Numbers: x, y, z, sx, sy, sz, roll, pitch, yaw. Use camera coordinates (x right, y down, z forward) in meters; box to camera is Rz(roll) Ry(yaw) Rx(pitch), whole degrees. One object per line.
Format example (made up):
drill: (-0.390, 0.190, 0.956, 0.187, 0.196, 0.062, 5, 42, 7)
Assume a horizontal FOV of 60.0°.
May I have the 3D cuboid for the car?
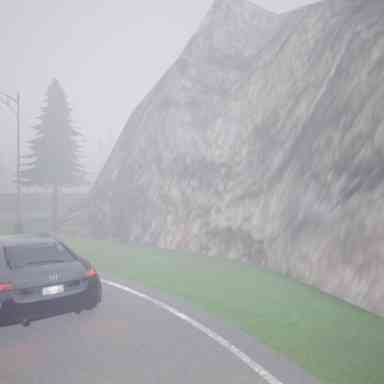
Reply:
car: (-3.557, 1.563, 6.946, 1.994, 1.385, 4.181, 0, 0, -40)
